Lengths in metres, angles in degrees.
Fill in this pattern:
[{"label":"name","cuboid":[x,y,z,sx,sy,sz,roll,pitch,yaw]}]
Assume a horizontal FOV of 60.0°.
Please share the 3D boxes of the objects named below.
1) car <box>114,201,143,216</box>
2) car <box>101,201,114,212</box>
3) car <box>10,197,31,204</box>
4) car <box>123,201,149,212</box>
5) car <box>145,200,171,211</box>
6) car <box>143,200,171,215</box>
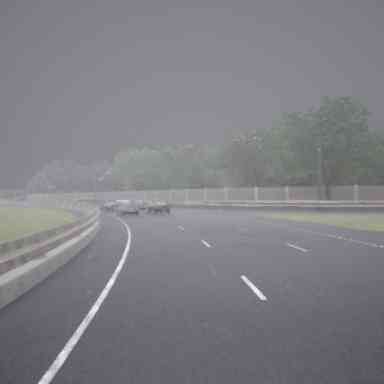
[{"label":"car","cuboid":[-7.290,1.945,37.867,1.994,1.385,4.181,0,0,-22]},{"label":"car","cuboid":[-11.531,2.024,47.097,1.812,1.442,4.674,0,0,-30]},{"label":"car","cuboid":[-43.707,2.211,83.873,5.566,2.045,2.150,-1,-1,34]},{"label":"car","cuboid":[-8.262,2.023,48.424,2.033,1.411,5.357,0,-1,-30]},{"label":"car","cuboid":[-5.200,1.950,50.115,2.128,1.511,4.902,0,0,-30]},{"label":"car","cuboid":[-3.996,1.834,39.045,1.882,1.535,5.008,0,0,-22]}]
